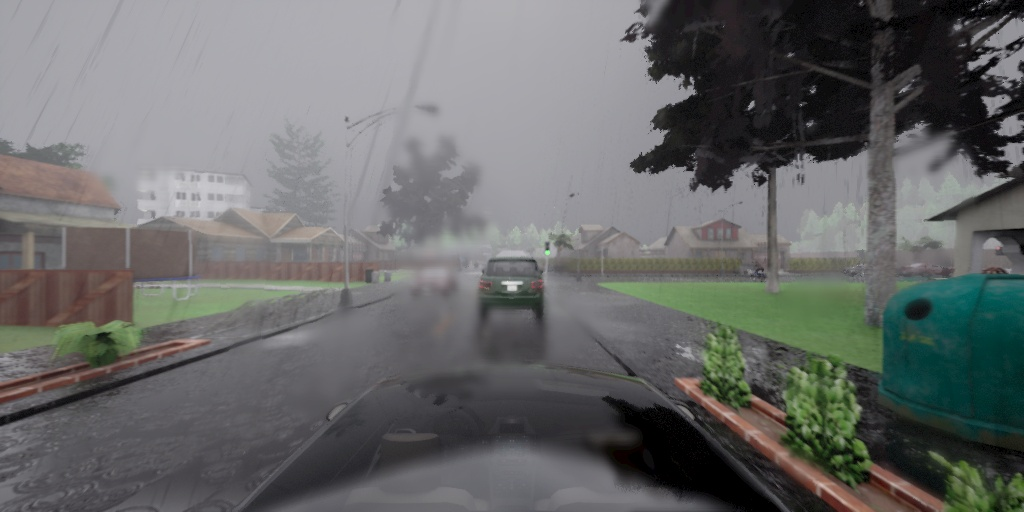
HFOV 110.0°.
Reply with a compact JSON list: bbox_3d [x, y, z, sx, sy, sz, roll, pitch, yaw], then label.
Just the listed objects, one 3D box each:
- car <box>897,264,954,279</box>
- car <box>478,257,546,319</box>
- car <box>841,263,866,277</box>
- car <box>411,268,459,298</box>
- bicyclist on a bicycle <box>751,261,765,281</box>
[{"bbox_3d":[39.486,1.469,33.872,4.674,1.442,1.812,0,0,0],"label":"car"},{"bbox_3d":[0.028,1.042,13.242,2.150,2.045,5.566,0,0,0],"label":"car"},{"bbox_3d":[37.732,1.475,37.889,4.892,1.490,1.837,1,0,0],"label":"car"},{"bbox_3d":[-4.050,1.381,19.485,1.812,1.442,4.674,0,-1,1],"label":"car"},{"bbox_3d":[20.281,1.266,29.599,0.582,1.620,1.656,0,-1,0],"label":"bicyclist on a bicycle"}]
